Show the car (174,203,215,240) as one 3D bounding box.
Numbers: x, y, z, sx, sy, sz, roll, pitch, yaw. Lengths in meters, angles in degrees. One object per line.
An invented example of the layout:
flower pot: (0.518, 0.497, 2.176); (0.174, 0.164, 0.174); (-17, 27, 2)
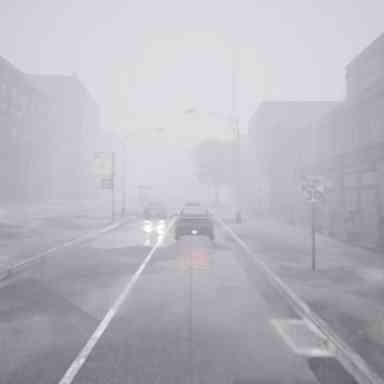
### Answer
car: (0.108, 1.516, 17.193); (1.837, 1.490, 4.892); (0, 0, 0)

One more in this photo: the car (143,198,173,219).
car: (-3.107, 1.511, 29.210); (2.128, 1.511, 4.902); (0, 0, 0)

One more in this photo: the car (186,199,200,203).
car: (0.125, 1.526, 35.270); (1.837, 1.490, 4.892); (0, 0, 0)

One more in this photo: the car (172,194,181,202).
car: (-3.235, 1.201, 70.389); (1.882, 1.535, 5.008); (0, 1, 0)
